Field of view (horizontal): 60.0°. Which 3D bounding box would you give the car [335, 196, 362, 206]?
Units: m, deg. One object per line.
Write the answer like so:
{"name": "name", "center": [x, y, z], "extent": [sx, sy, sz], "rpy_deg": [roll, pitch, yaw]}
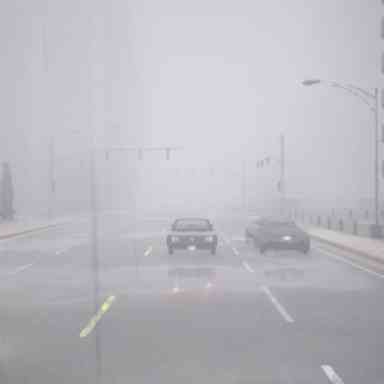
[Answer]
{"name": "car", "center": [39.268, 1.992, 83.627], "extent": [4.605, 1.855, 1.932], "rpy_deg": [0, -1, 0]}

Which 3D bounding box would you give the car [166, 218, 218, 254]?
{"name": "car", "center": [0.006, 1.734, 14.107], "extent": [1.895, 1.301, 4.718], "rpy_deg": [0, 0, 0]}

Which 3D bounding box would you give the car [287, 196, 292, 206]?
{"name": "car", "center": [24.299, 2.125, 75.315], "extent": [3.905, 1.438, 1.784], "rpy_deg": [0, -1, 0]}

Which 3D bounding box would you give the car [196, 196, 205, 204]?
{"name": "car", "center": [2.335, 2.032, 87.581], "extent": [2.150, 2.045, 5.566], "rpy_deg": [0, -1, -1]}

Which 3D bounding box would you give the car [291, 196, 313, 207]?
{"name": "car", "center": [24.313, 2.129, 72.420], "extent": [3.806, 1.475, 1.970], "rpy_deg": [0, -1, 0]}

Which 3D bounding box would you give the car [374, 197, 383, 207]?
{"name": "car", "center": [39.444, 2.076, 66.729], "extent": [3.806, 1.475, 1.970], "rpy_deg": [0, -1, 0]}

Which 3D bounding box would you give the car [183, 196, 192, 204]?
{"name": "car", "center": [-1.165, 2.031, 87.539], "extent": [2.150, 2.045, 5.566], "rpy_deg": [0, -1, -1]}

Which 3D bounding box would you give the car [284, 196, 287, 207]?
{"name": "car", "center": [24.235, 1.939, 78.000], "extent": [4.605, 1.855, 1.932], "rpy_deg": [0, -1, 0]}

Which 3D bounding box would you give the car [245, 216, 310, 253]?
{"name": "car", "center": [3.507, 1.699, 14.287], "extent": [1.994, 1.385, 4.181], "rpy_deg": [0, 0, 0]}

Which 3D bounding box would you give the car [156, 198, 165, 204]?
{"name": "car", "center": [-8.149, 2.307, 86.205], "extent": [1.837, 1.490, 4.892], "rpy_deg": [0, -1, -1]}
